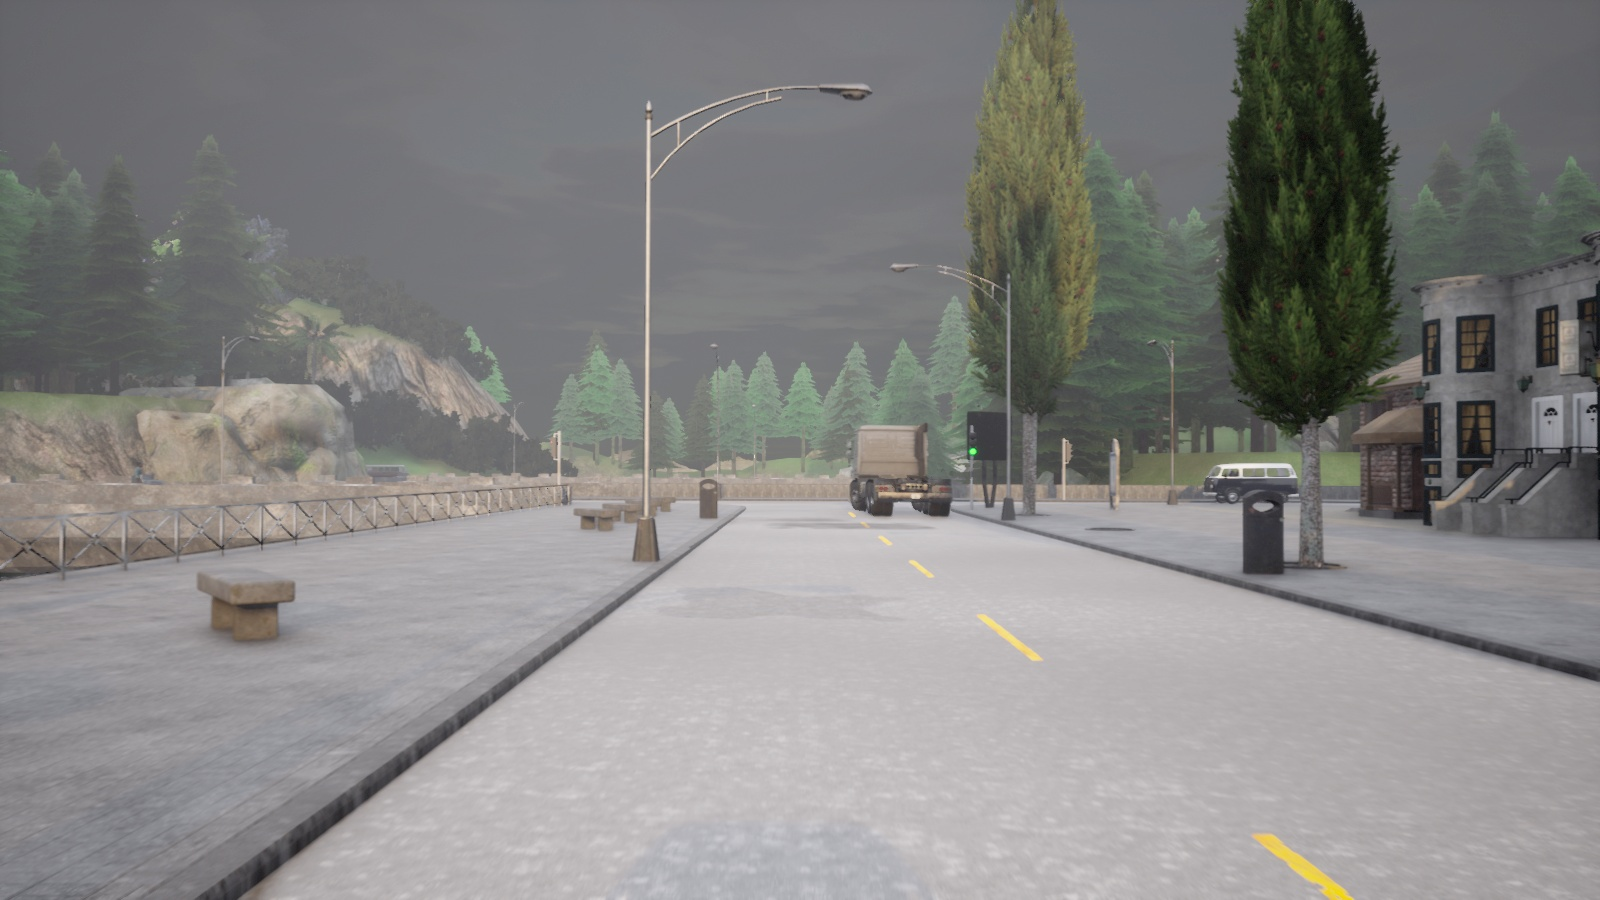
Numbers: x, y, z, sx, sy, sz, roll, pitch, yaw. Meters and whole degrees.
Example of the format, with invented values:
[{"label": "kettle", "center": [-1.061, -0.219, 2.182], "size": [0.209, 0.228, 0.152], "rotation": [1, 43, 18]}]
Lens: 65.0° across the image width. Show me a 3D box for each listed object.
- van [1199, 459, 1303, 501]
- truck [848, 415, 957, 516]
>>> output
[{"label": "van", "center": [22.689, 1.507, 63.334], "size": [4.480, 2.038, 2.069], "rotation": [0, -1, 0]}, {"label": "truck", "center": [3.687, 0.609, 47.232], "size": [2.891, 3.462, 7.936], "rotation": [0, -1, -4]}]
